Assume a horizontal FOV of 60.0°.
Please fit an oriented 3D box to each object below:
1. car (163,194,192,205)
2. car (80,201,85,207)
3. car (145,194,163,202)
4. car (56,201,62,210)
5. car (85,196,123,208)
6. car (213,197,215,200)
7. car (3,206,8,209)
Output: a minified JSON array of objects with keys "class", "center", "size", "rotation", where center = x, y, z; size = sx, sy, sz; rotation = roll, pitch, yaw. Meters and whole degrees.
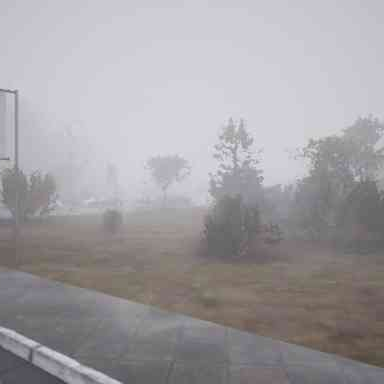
[{"class":"car","center":[-1.998,1.153,54.240],"size":[2.097,1.767,4.553],"rotation":[0,1,39]},{"class":"car","center":[-14.483,1.465,50.041],"size":[1.812,1.442,4.674],"rotation":[0,0,39]},{"class":"car","center":[-5.825,1.175,55.274],"size":[2.097,1.767,4.553],"rotation":[0,1,39]},{"class":"car","center":[-17.998,1.521,40.005],"size":[1.812,1.442,4.674],"rotation":[0,0,39]},{"class":"car","center":[-12.158,1.423,47.332],"size":[1.882,1.535,5.008],"rotation":[0,1,39]},{"class":"car","center":[5.754,1.136,65.223],"size":[1.895,1.301,4.718],"rotation":[0,1,32]},{"class":"car","center":[-20.776,1.542,42.137],"size":[2.033,1.411,5.357],"rotation":[0,0,39]}]
